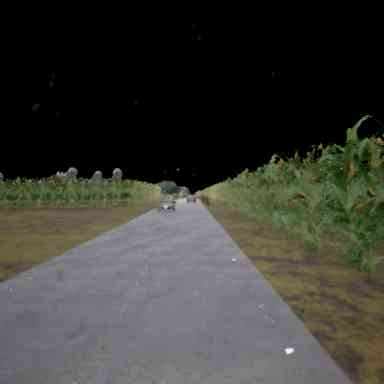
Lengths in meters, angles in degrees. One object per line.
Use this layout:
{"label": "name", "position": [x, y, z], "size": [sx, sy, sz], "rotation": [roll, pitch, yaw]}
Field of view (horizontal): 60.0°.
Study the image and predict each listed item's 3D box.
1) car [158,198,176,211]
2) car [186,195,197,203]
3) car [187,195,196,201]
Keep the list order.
{"label": "car", "position": [-2.787, 1.397, 37.702], "size": [2.128, 1.511, 4.902], "rotation": [0, 0, 0]}
{"label": "car", "position": [-0.062, 1.321, 62.819], "size": [2.128, 1.511, 4.902], "rotation": [0, 0, 0]}
{"label": "car", "position": [-0.072, 1.278, 73.245], "size": [1.994, 1.385, 4.181], "rotation": [0, 0, 0]}
